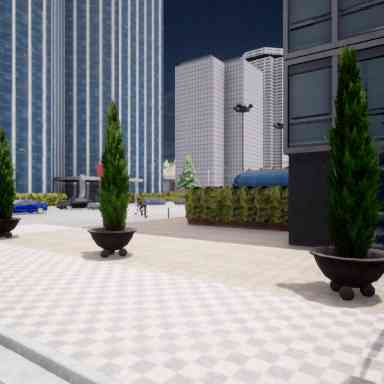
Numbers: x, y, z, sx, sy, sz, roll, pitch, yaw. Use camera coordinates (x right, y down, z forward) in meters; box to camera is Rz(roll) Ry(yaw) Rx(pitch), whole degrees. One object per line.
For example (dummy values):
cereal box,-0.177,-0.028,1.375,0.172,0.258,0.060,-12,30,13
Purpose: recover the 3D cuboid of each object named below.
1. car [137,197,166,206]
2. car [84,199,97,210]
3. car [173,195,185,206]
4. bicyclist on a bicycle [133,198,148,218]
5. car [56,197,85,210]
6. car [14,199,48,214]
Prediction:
car,-6.529,1.547,54.529,2.033,1.411,5.357,0,0,35
car,-10.849,1.600,42.325,1.895,1.301,4.718,0,0,35
car,-1.121,1.351,56.084,2.097,1.767,4.553,0,0,36
bicyclist on a bicycle,-4.129,1.301,26.687,1.656,1.620,0.582,0,0,35
car,-14.897,1.477,42.651,1.882,1.535,5.008,0,0,35
car,-17.104,1.477,33.409,1.882,1.535,5.008,0,0,35
